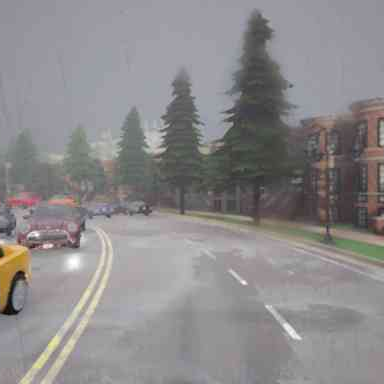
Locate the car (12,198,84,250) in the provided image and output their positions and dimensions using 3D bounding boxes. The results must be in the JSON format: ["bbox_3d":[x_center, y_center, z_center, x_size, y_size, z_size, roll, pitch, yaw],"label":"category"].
[{"bbox_3d":[-5.693,1.288,13.744,2.097,1.767,4.553,0,0,-18],"label":"car"}]

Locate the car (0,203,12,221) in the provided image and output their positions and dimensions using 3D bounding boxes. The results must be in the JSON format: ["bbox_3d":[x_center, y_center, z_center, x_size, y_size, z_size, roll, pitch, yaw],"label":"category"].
[{"bbox_3d":[-10.374,1.522,17.381,1.994,1.385,4.181,0,0,-24],"label":"car"}]

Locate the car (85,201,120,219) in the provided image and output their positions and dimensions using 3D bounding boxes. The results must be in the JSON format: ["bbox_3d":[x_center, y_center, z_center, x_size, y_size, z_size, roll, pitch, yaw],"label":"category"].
[{"bbox_3d":[-8.181,1.418,27.717,2.033,1.411,5.357,0,0,-35],"label":"car"}]

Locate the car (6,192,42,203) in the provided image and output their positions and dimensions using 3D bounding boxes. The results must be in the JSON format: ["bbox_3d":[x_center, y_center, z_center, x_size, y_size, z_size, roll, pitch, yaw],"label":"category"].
[{"bbox_3d":[-20.048,1.039,39.753,5.566,2.045,2.150,0,0,36],"label":"car"}]

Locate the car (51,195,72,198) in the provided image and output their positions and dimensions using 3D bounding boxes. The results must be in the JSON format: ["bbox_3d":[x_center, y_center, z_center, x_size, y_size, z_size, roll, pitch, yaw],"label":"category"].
[{"bbox_3d":[-16.613,1.158,41.489,4.553,1.767,2.097,0,0,38],"label":"car"}]

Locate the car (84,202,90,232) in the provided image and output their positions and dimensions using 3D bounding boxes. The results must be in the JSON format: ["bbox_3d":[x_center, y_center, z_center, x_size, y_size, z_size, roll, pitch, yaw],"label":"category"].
[{"bbox_3d":[-7.167,1.478,18.783,1.994,1.385,4.181,0,0,-24],"label":"car"}]

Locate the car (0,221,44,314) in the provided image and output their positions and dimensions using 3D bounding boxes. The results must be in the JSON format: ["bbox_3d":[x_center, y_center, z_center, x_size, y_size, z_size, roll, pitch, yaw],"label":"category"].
[{"bbox_3d":[-3.977,1.456,4.600,1.882,1.535,5.008,0,0,-5],"label":"car"}]

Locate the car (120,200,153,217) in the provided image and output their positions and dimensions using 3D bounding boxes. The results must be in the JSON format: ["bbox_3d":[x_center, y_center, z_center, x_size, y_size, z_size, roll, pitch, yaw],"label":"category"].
[{"bbox_3d":[-5.439,1.407,29.929,2.033,1.411,5.357,0,0,-35],"label":"car"}]
